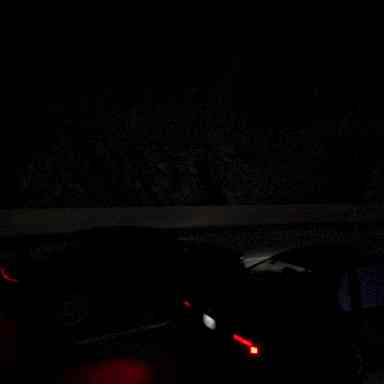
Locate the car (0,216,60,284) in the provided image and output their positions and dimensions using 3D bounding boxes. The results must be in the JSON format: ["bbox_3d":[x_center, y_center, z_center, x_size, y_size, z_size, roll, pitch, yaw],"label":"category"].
[{"bbox_3d":[-6.215,1.473,7.987,5.357,1.411,2.033,0,0,-35],"label":"car"}]

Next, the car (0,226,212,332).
[{"bbox_3d":[-1.152,1.430,6.782,5.008,1.535,1.882,0,0,-32],"label":"car"}]

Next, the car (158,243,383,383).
[{"bbox_3d":[2.414,1.524,4.949,5.357,1.411,2.033,0,0,-28],"label":"car"}]
